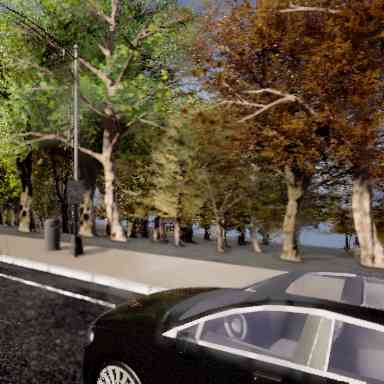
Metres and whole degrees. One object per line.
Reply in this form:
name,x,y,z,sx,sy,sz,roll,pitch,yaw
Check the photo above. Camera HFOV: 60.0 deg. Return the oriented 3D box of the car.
car,1.051,1.499,2.935,4.902,1.511,2.128,-1,0,36
